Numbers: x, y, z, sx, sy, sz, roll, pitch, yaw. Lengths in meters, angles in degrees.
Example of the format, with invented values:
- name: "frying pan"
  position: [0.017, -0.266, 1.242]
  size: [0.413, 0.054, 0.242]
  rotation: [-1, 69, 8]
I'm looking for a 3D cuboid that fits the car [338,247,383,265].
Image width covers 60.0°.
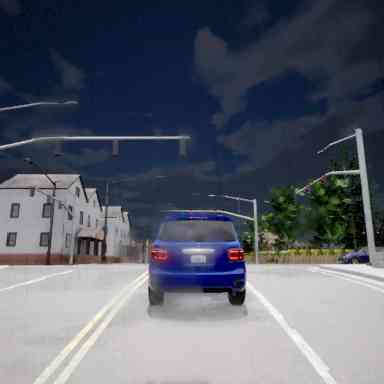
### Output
- name: "car"
  position: [15.415, 5.657, 29.599]
  size: [4.553, 1.767, 2.097]
  rotation: [0, -12, 1]

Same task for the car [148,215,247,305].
- name: "car"
  position: [0.075, 1.760, 9.291]
  size: [2.150, 2.045, 5.566]
  rotation: [0, -7, -1]
